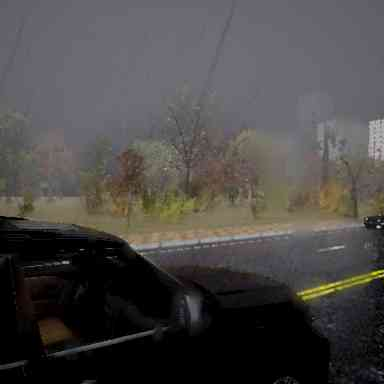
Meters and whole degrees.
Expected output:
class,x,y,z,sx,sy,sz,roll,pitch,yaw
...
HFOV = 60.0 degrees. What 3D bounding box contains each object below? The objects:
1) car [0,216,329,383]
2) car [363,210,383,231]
class,x,y,z,sx,sy,sz,roll,pitch,yaw
car,-1.323,1.221,2.495,5.566,2.045,2.150,1,0,-36
car,12.706,1.741,20.745,4.718,1.301,1.895,1,0,-36
